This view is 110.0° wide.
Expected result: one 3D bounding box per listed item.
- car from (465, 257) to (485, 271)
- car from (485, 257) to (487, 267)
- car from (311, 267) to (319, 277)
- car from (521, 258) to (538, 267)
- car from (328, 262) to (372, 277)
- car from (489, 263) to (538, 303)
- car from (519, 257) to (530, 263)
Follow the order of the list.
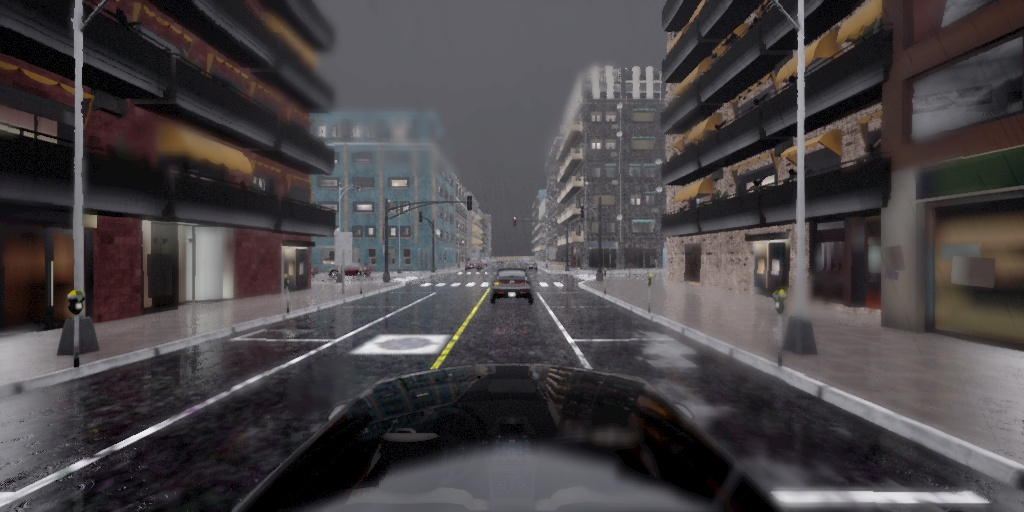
[{"bbox_3d":[-5.315,1.051,49.582,2.192,1.841,5.009,0,0,0],"label":"car"},{"bbox_3d":[-5.315,1.278,55.134,1.888,1.381,4.507,0,0,0],"label":"car"},{"bbox_3d":[-22.454,1.591,37.469,4.207,1.307,1.802,0,0,0],"label":"car"},{"bbox_3d":[2.565,1.302,49.583,1.948,1.339,4.313,0,0,0],"label":"car"},{"bbox_3d":[-16.905,1.381,37.431,4.097,1.591,1.967,0,0,0],"label":"car"},{"bbox_3d":[0.000,1.264,16.500,1.837,1.490,4.892,0,0,0],"label":"car"},{"bbox_3d":[2.566,1.312,60.687,1.802,1.307,4.207,0,0,0],"label":"car"}]
